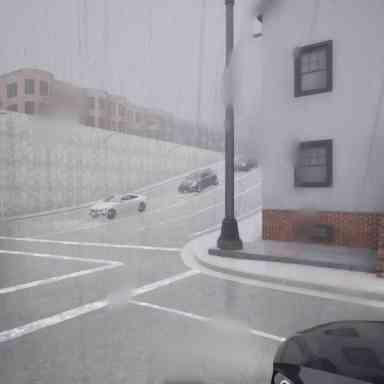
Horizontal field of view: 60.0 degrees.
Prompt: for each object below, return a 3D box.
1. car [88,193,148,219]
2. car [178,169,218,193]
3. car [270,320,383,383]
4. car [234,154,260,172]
[{"bbox_3d":[-5.057,0.864,23.298,1.812,1.442,4.674,0,7,35],"label":"car"},{"bbox_3d":[0.565,-1.125,31.326,2.097,1.767,4.553,0,13,34],"label":"car"},{"bbox_3d":[2.789,1.526,1.981,4.674,1.442,1.812,0,0,36],"label":"car"},{"bbox_3d":[6.242,-3.501,39.338,2.097,1.767,4.553,0,14,35],"label":"car"}]
